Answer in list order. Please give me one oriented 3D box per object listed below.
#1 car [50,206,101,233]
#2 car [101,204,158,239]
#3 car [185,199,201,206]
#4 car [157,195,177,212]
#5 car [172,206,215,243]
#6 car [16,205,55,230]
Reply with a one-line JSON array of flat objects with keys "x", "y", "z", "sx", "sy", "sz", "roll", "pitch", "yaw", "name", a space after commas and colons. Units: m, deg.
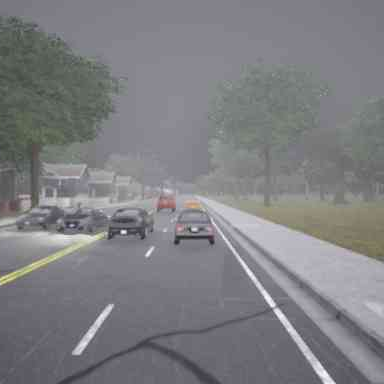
[{"x": -6.547, "y": 1.645, "z": 20.139, "sx": 1.994, "sy": 1.385, "sz": 4.181, "roll": 0, "pitch": 0, "yaw": 0, "name": "car"}, {"x": -3.143, "y": 1.577, "z": 17.720, "sx": 1.837, "sy": 1.490, "sz": 4.892, "roll": 0, "pitch": 0, "yaw": 0, "name": "car"}, {"x": 0.115, "y": 1.644, "z": 42.164, "sx": 1.882, "sy": 1.535, "sz": 5.008, "roll": 0, "pitch": 0, "yaw": 0, "name": "car"}, {"x": -3.137, "y": 1.389, "z": 41.941, "sx": 2.150, "sy": 2.045, "sz": 5.566, "roll": 0, "pitch": 0, "yaw": 0, "name": "car"}, {"x": 0.105, "y": 1.613, "z": 16.360, "sx": 2.033, "sy": 1.411, "sz": 5.357, "roll": 0, "pitch": 0, "yaw": 0, "name": "car"}, {"x": -9.779, "y": 1.614, "z": 22.126, "sx": 1.812, "sy": 1.442, "sz": 4.674, "roll": 0, "pitch": 0, "yaw": 1, "name": "car"}]
